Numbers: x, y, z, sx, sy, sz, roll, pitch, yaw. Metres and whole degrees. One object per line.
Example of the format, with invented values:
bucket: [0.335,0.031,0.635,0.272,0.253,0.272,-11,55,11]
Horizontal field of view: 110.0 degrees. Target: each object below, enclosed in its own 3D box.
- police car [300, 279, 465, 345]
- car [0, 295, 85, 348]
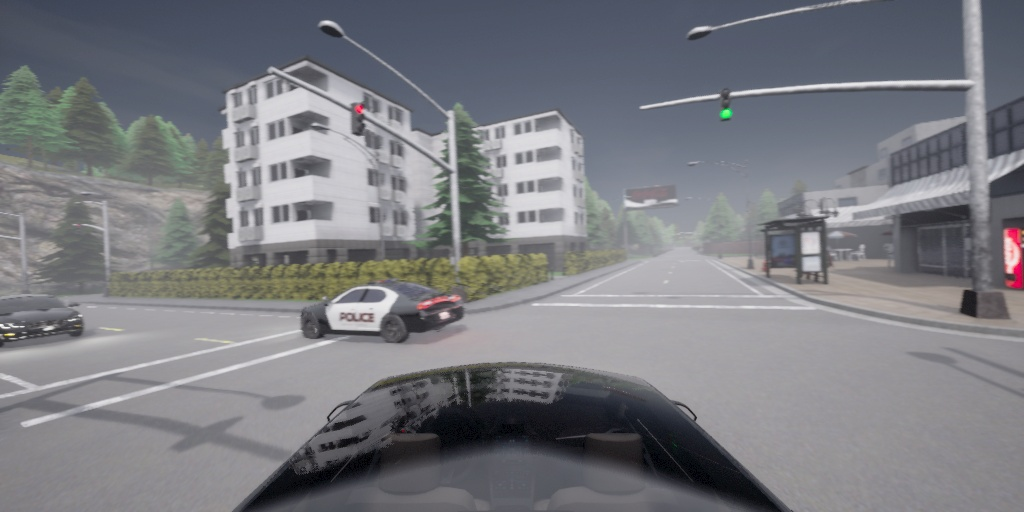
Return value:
police car: [-3.888,1.491,10.191,4.974,1.542,2.038,-4,0,25]
car: [-16.852,2.125,12.367,4.892,1.490,1.837,-2,1,25]
